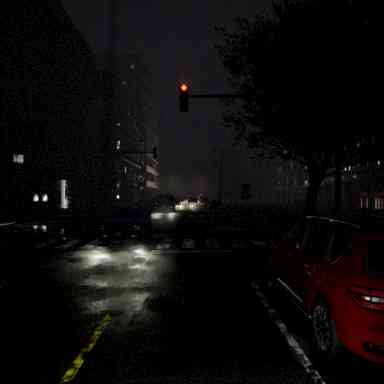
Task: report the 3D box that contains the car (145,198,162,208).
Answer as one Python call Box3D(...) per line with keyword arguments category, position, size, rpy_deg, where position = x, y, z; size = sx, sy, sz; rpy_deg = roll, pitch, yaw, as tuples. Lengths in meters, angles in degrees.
Box3D(category="car", position=(-5.681, 1.573, 49.307), size=(2.008, 1.369, 4.403), rpy_deg=(0, 0, 0))

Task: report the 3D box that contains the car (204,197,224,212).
Box3D(category="car", position=(2.698, 1.557, 38.240), size=(1.887, 1.381, 4.507), rpy_deg=(0, 0, 0))

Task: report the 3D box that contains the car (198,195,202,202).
Box3D(category="car", position=(2.702, 1.625, 65.903), size=(1.802, 1.307, 4.206), rpy_deg=(0, 0, 0))

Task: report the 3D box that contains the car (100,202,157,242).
Box3D(category="car", position=(-3.097, 1.479, 16.502), size=(1.882, 1.535, 5.008), rpy_deg=(0, 0, 0))

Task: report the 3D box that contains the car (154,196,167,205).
Box3D(category="car", position=(-5.679, 1.476, 60.372), size=(1.967, 1.590, 4.097), rpy_deg=(0, 0, 0))

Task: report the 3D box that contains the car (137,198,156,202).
Box3D(category="car", position=(-5.682, 1.563, 38.241), size=(2.008, 1.369, 4.403), rpy_deg=(0, 0, 0))

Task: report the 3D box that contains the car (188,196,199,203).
Box3D(category="car", position=(0.115, 1.612, 69.419), size=(1.994, 1.385, 4.181), rpy_deg=(0, 0, 0))

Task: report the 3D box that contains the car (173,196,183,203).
Box3D(category="car", position=(-2.987, 1.586, 70.319), size=(1.994, 1.385, 4.181), rpy_deg=(0, 0, 0))

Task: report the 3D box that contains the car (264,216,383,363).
Box3D(category="car", position=(2.694, 1.315, 5.852), size=(2.192, 1.841, 5.009), rpy_deg=(0, 0, 0))

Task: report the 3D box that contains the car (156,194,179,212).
Box3D(category="car", position=(-3.097, 1.233, 39.199), size=(2.150, 2.045, 5.566), rpy_deg=(0, 0, 0))

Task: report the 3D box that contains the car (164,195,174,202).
Box3D(category="car", position=(-5.676, 1.507, 82.503), size=(1.967, 1.590, 4.097), rpy_deg=(0, 0, 0))

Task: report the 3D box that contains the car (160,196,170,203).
Box3D(category="car", position=(-5.677, 1.632, 71.437), size=(1.802, 1.307, 4.206), rpy_deg=(0, 0, 0))

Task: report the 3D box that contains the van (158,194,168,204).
Box3D(category="van", position=(-5.678, 1.384, 65.905), size=(1.690, 1.788, 3.998), rpy_deg=(0, 0, 0))

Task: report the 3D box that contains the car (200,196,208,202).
Box3D(category="car", position=(2.704, 1.584, 77.139), size=(1.752, 1.417, 4.829), rpy_deg=(0, 0, 0))

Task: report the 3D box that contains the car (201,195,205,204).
Box3D(category="car", position=(2.699, 1.548, 49.475), size=(1.752, 1.417, 4.829), rpy_deg=(0, 0, 0))

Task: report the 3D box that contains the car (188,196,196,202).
Box3D(category="car", position=(0.015, 1.657, 79.320), size=(1.895, 1.301, 4.718), rpy_deg=(0, 0, 0))

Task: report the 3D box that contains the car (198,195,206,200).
Box3D(category="car", position=(2.706, 1.638, 93.567), size=(2.008, 1.369, 4.403), rpy_deg=(0, 0, 0))

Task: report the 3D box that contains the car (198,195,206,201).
Box3D(category="car", position=(2.705, 1.621, 88.034), size=(1.887, 1.381, 4.507), rpy_deg=(0, 0, 0))

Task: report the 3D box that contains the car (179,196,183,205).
Box3D(category="car", position=(-3.079, 1.594, 55.672), size=(1.994, 1.385, 4.181), rpy_deg=(0, 0, 0))
